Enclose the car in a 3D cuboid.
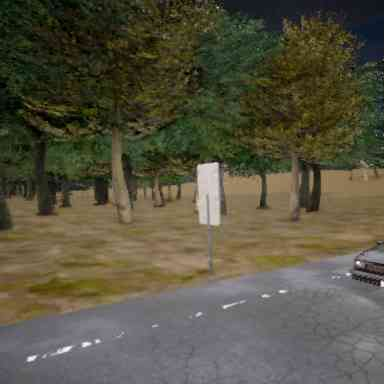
[{"bbox_3d":[6.231,1.532,8.437,5.357,1.411,2.033,0,0,-36],"label":"car"}]
